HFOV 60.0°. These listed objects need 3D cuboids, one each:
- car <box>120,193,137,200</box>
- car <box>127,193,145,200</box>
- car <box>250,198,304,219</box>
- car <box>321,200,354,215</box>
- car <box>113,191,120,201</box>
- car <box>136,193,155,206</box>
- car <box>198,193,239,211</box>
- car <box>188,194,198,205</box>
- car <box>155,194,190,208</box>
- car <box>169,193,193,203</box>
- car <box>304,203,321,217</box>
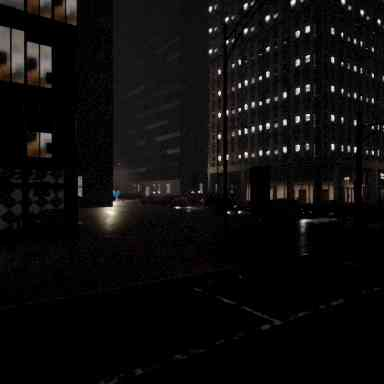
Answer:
[{"bbox_3d":[-13.117,0.879,65.731,1.994,1.385,4.181,0,1,-36],"label":"car"},{"bbox_3d":[-11.511,0.869,67.796,1.947,1.339,4.313,1,0,-36],"label":"car"},{"bbox_3d":[6.411,1.402,26.558,1.802,1.307,4.206,1,0,-32],"label":"car"},{"bbox_3d":[13.030,1.382,31.250,1.802,1.307,4.206,1,0,-32],"label":"car"},{"bbox_3d":[-14.981,0.923,58.890,1.887,1.381,4.507,1,0,-35],"label":"car"},{"bbox_3d":[-5.435,1.097,45.009,1.752,1.417,4.829,1,0,-33],"label":"car"},{"bbox_3d":[3.157,1.193,36.462,2.128,1.511,4.902,0,1,-32],"label":"car"},{"bbox_3d":[1.449,0.959,44.589,2.097,1.767,4.553,0,1,-33],"label":"car"},{"bbox_3d":[-2.485,1.215,40.513,1.802,1.307,4.206,1,0,-33],"label":"car"},{"bbox_3d":[-1.866,0.931,54.349,1.967,1.590,4.097,1,0,-35],"label":"car"},{"bbox_3d":[8.175,1.312,28.499,1.837,1.490,4.892,0,1,-32],"label":"car"}]
